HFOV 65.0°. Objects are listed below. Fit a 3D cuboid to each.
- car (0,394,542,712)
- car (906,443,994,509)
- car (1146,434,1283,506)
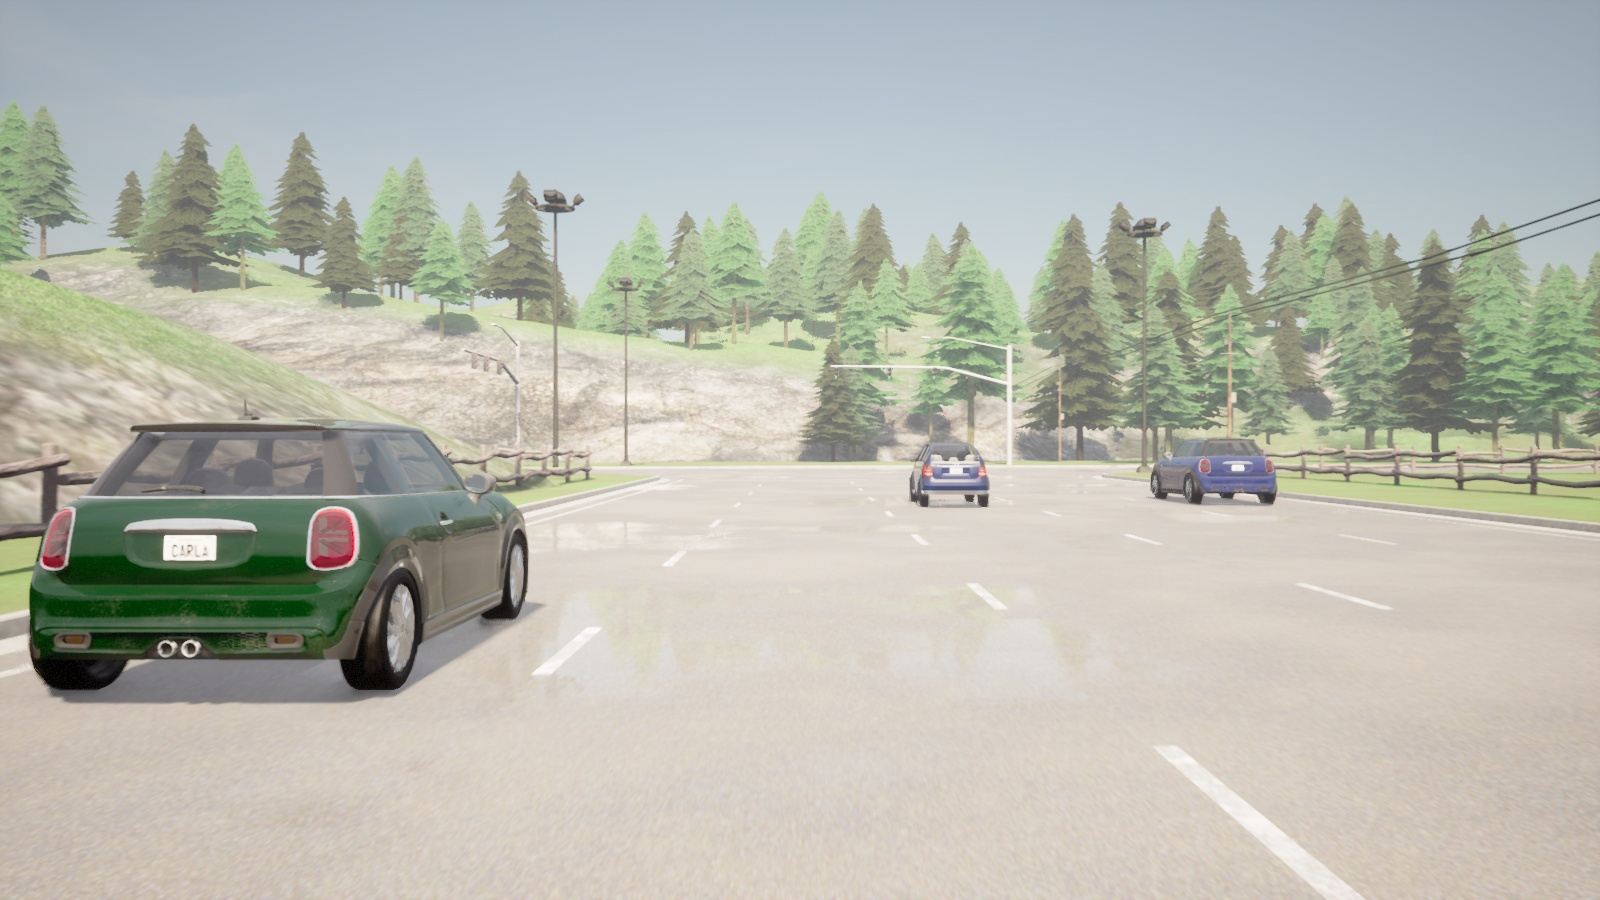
[{"bbox_3d":[-3.432,0.564,9.259,2.097,1.767,4.553,0,0,0],"label":"car"},{"bbox_3d":[3.695,0.597,31.516,1.789,1.549,3.705,0,0,0],"label":"car"},{"bbox_3d":[10.703,0.477,32.829,2.097,1.767,4.553,0,0,0],"label":"car"}]
